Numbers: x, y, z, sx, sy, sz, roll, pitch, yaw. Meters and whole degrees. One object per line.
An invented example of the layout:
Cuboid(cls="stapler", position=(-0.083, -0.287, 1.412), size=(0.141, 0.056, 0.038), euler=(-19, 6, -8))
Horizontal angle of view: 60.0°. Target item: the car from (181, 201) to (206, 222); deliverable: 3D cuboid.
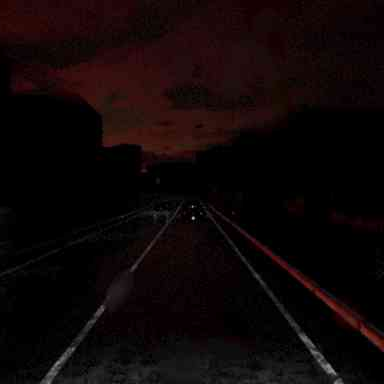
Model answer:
Cuboid(cls="car", position=(0.090, 1.641, 26.882), size=(1.895, 1.301, 4.718), euler=(0, 0, 0))

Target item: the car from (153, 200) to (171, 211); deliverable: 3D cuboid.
Cuboid(cls="car", position=(-3.619, 1.613, 40.882), size=(1.895, 1.301, 4.718), euler=(0, 0, 0))

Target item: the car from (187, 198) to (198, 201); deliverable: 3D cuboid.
Cuboid(cls="car", position=(0.070, 1.505, 42.833), size=(1.837, 1.490, 4.892), euler=(0, 0, 0))
